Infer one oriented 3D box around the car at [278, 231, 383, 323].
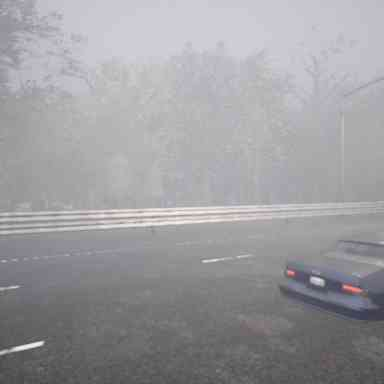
[{"bbox_3d":[4.219,1.547,6.917,5.357,1.411,2.033,0,0,-32],"label":"car"}]
